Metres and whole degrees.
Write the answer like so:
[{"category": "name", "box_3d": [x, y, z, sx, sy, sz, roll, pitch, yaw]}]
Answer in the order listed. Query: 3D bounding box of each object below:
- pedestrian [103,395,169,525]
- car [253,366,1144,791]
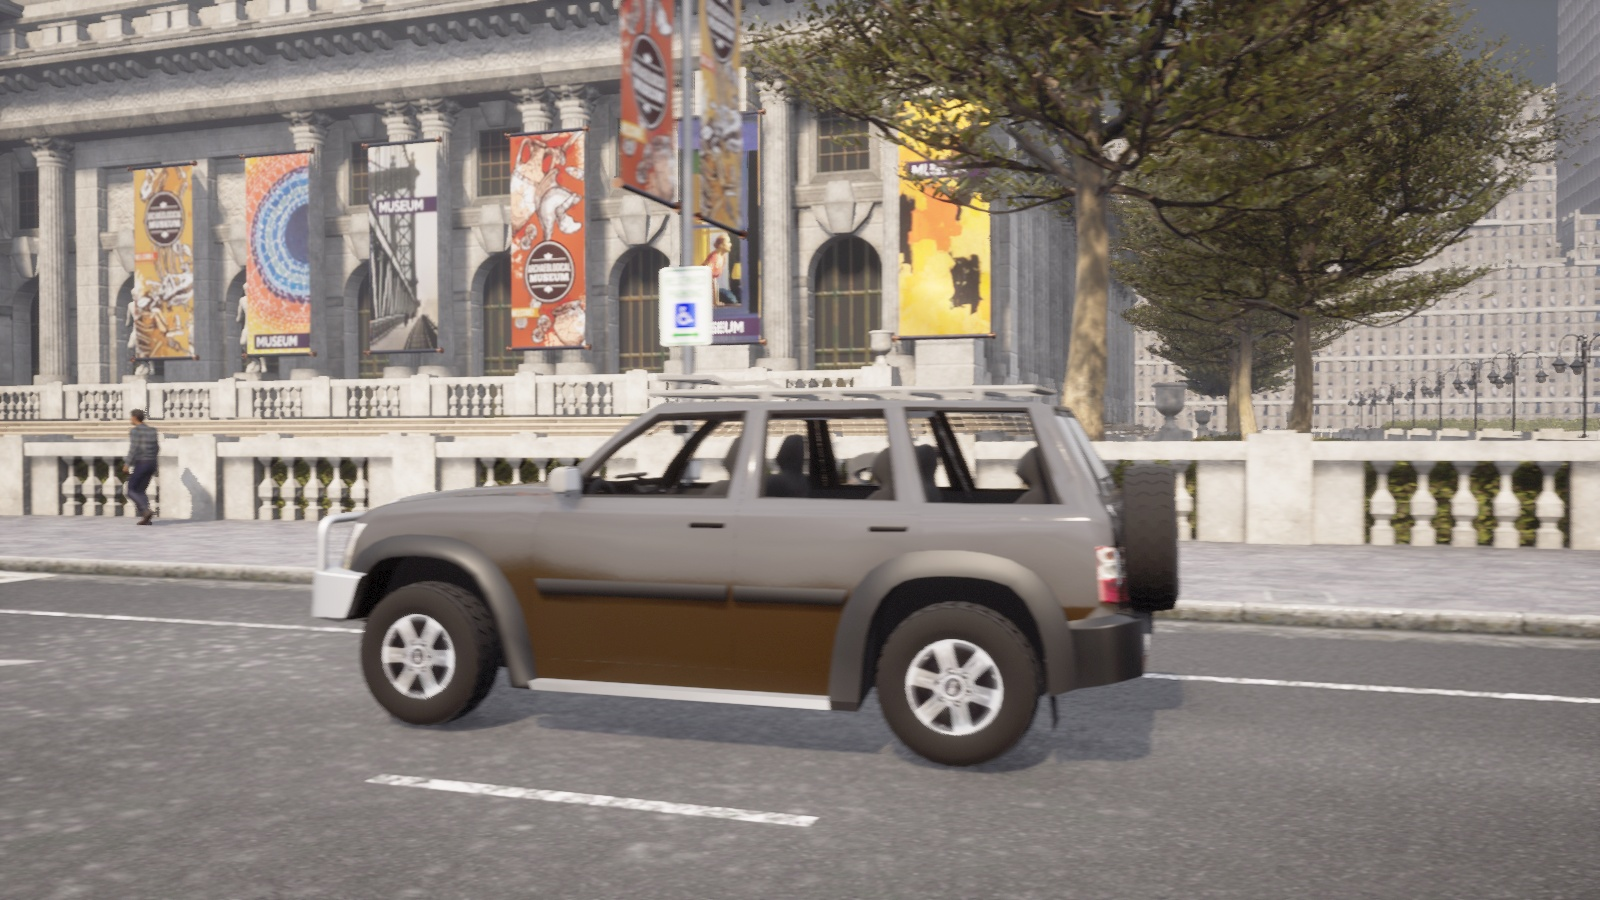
[{"category": "pedestrian", "box_3d": [-10.139, 0.146, 19.183, 0.788, 1.949, 0.423, 0, 1, 13]}, {"category": "car", "box_3d": [-0.494, 0.530, 7.075, 4.605, 1.855, 1.932, 0, 1, 17]}]
